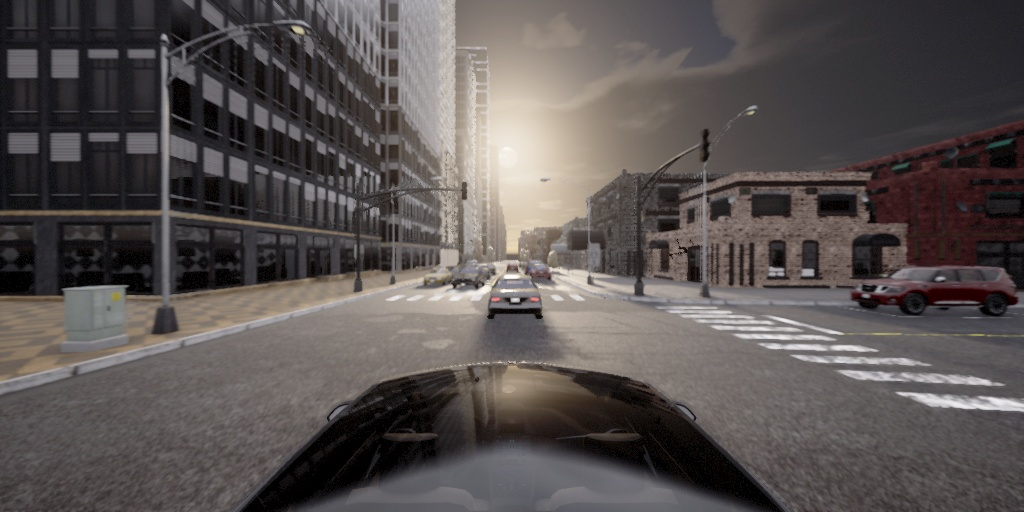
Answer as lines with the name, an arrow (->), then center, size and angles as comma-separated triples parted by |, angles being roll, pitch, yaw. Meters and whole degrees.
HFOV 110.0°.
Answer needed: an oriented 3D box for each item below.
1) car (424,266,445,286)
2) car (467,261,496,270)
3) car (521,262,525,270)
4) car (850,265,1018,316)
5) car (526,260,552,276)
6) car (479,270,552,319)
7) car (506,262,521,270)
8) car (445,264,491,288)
car -> -5.830, 1.535, 28.687 | 1.751, 1.417, 4.829 | 0, 0, 0
car -> -3.097, 1.574, 36.394 | 2.128, 1.511, 4.902 | 0, -1, 0
car -> 2.688, 1.487, 45.734 | 2.192, 1.841, 5.009 | 0, 0, 0
car -> 16.517, 1.291, 14.164 | 5.009, 1.841, 2.192 | 0, 0, 1
car -> 2.688, 1.504, 34.447 | 1.967, 1.591, 4.097 | 0, 0, 0
car -> 0.098, 1.409, 13.394 | 2.033, 1.411, 5.357 | 0, -1, 0
car -> 0.064, 1.758, 56.881 | 1.882, 1.535, 5.008 | 0, -1, 0
car -> -3.077, 1.535, 26.500 | 2.033, 1.411, 5.357 | 0, -1, 4
